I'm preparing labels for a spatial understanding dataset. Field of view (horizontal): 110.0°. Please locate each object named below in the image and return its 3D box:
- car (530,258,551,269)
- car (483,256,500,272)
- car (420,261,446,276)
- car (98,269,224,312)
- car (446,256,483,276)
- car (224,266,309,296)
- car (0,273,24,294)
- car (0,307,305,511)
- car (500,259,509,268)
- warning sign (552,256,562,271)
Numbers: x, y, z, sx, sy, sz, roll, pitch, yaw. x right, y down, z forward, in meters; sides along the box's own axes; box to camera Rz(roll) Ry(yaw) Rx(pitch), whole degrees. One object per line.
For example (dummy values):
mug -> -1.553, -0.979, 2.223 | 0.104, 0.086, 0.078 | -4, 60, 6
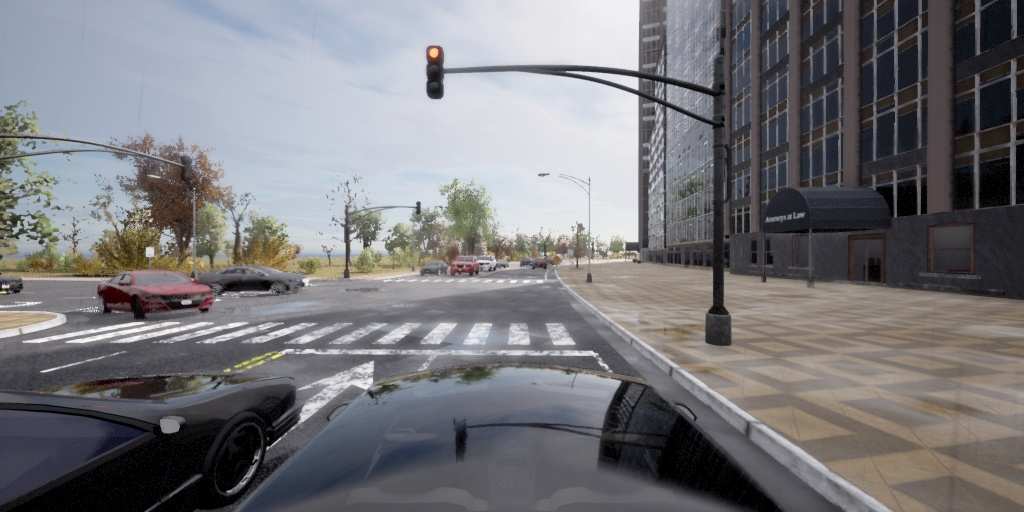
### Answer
car -> 4.403, 1.108, 55.426 | 2.097, 1.767, 4.553 | 0, 0, 9
car -> -3.497, 0.972, 47.415 | 2.150, 2.045, 5.566 | 0, 0, 8
car -> -7.943, 1.252, 37.071 | 1.837, 1.490, 4.892 | 0, 0, 6
car -> -12.577, 1.243, 12.627 | 5.008, 1.535, 1.882 | -1, -1, 28
car -> -4.751, 0.970, 36.782 | 2.150, 2.045, 5.566 | 0, 0, 4
car -> -13.335, 1.253, 18.652 | 4.902, 1.511, 2.128 | 0, 0, -9
car -> -28.412, 1.291, 18.513 | 5.008, 1.535, 1.882 | 0, 0, 3
car -> -3.128, 1.297, 1.295 | 2.033, 1.411, 5.357 | 0, 0, 1
car -> -1.725, 1.280, 59.464 | 1.812, 1.442, 4.674 | 0, 0, 9
warning sign -> 5.544, 0.869, 43.990 | 1.300, 1.860, 1.060 | 0, 0, 7
